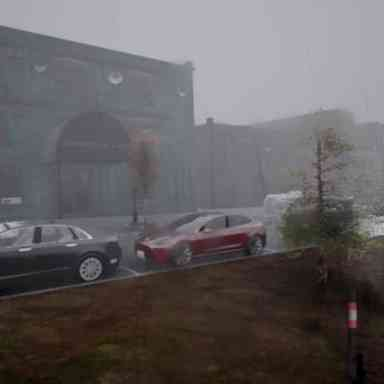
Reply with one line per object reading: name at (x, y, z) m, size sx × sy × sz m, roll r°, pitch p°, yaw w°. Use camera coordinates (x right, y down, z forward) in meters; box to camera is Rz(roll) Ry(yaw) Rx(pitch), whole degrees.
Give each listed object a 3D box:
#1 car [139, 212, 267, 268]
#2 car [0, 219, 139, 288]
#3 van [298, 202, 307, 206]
car at (0.439, 1.415, 11.031) m, size 4.792 × 1.488 × 2.163 m, roll 1°, pitch 0°, yaw -37°
car at (-4.046, 1.419, 7.829) m, size 4.892 × 1.521 × 2.231 m, roll 1°, pitch 0°, yaw -37°
van at (5.735, 1.119, 14.818) m, size 4.442 × 1.987 × 1.878 m, roll 1°, pitch 0°, yaw -38°
